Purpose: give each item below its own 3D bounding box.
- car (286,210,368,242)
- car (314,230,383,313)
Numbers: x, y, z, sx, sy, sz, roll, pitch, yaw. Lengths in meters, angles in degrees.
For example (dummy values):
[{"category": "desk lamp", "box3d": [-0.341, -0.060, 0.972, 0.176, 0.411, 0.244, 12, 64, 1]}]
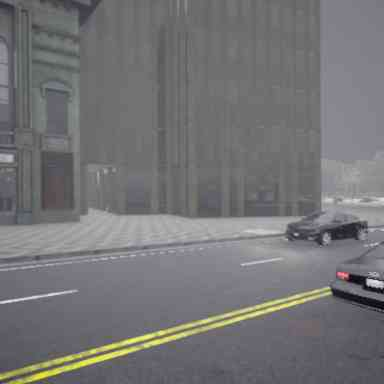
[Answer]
[{"category": "car", "box3d": [6.748, 1.690, 16.493, 5.008, 1.535, 1.882, 1, -1, -35]}, {"category": "car", "box3d": [5.183, 1.653, 7.155, 5.357, 1.411, 2.033, 1, -1, -35]}]
